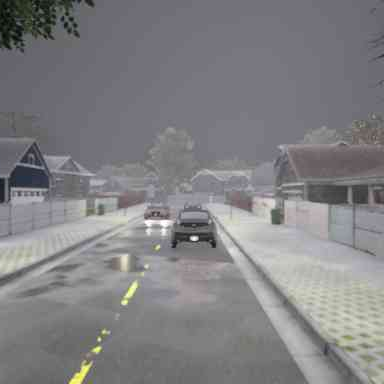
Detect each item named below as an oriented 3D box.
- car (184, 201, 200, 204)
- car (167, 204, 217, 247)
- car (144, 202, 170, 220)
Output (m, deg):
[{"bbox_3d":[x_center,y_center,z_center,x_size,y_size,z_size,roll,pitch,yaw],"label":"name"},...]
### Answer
[{"bbox_3d":[0.094,1.606,36.309,1.895,1.301,4.718,0,0,0],"label":"car"},{"bbox_3d":[0.089,1.508,15.029,1.837,1.490,4.892,0,0,0],"label":"car"},{"bbox_3d":[-2.843,1.569,28.068,1.994,1.385,4.181,0,0,0],"label":"car"}]
